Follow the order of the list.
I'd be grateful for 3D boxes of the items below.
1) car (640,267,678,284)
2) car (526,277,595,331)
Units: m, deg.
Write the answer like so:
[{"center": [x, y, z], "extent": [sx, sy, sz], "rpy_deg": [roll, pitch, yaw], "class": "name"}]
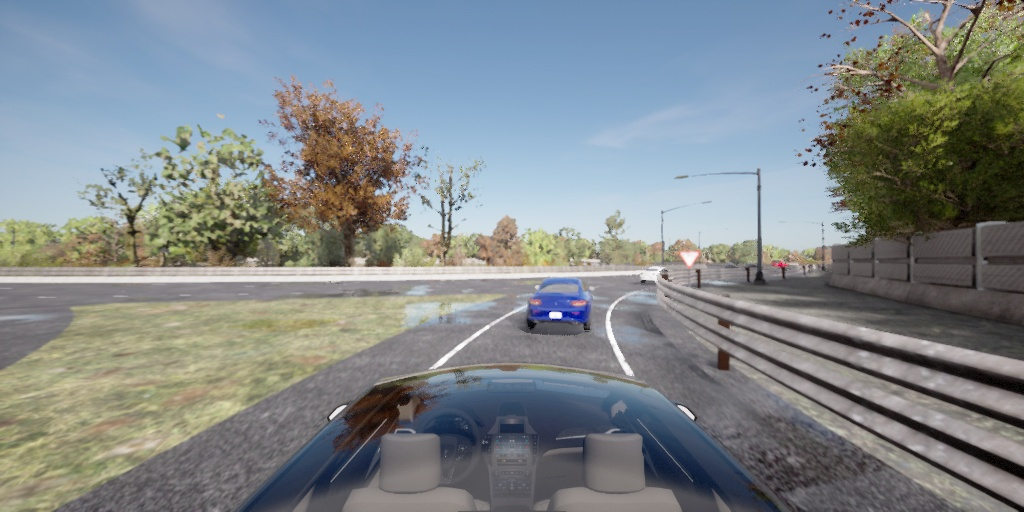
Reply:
[{"center": [12.807, 1.683, 31.287], "extent": [1.812, 1.442, 4.674], "rpy_deg": [-1, -1, 45], "class": "car"}, {"center": [1.645, 1.404, 11.559], "extent": [1.812, 1.442, 4.674], "rpy_deg": [0, -1, 13], "class": "car"}]
